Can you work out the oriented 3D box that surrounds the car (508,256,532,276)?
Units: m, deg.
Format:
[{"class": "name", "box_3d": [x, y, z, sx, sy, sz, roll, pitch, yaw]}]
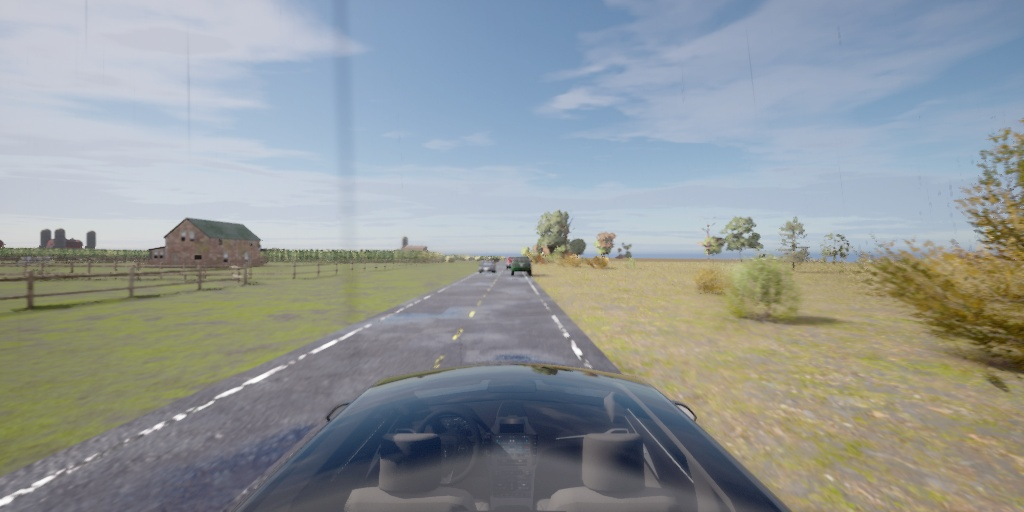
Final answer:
[{"class": "car", "box_3d": [0.966, 1.031, 37.926, 2.150, 2.045, 5.566, 0, 0, 0]}]

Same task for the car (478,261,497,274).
[{"class": "car", "box_3d": [-2.827, 1.309, 42.086, 2.128, 1.511, 4.902, 0, 0, 0]}]

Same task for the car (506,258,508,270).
[{"class": "car", "box_3d": [0.007, 1.454, 55.866, 1.895, 1.301, 4.718, 0, 0, 0]}]
